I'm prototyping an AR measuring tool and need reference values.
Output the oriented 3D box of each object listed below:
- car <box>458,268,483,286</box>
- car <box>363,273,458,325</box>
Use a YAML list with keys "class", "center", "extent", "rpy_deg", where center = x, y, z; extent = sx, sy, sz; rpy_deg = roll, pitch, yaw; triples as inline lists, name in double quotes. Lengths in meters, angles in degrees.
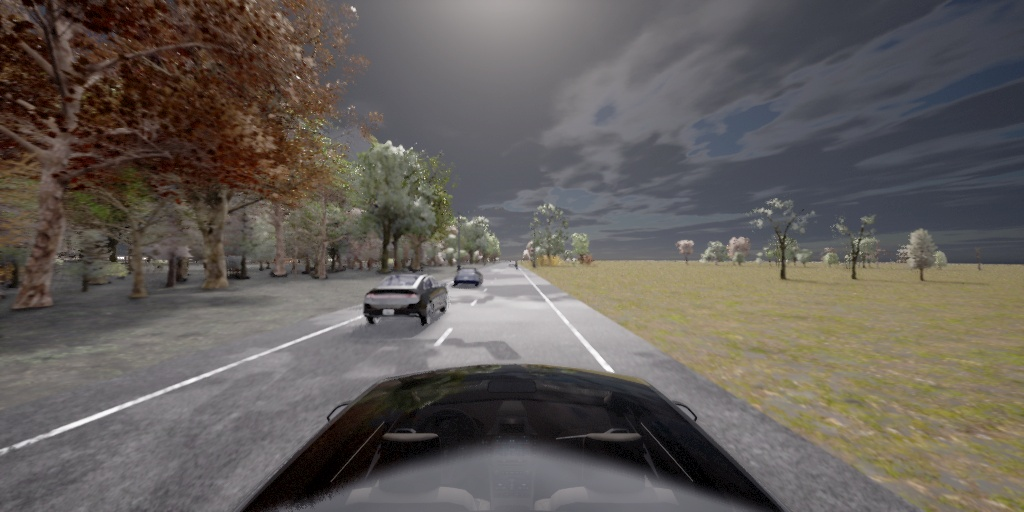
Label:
- class: "car"
  center: [-3.407, 1.613, 28.524]
  extent: [1.994, 1.385, 4.181]
  rpy_deg: [0, -1, 0]
- class: "car"
  center: [-3.404, 1.360, 12.311]
  extent: [2.128, 1.511, 4.902]
  rpy_deg: [0, -1, 0]
